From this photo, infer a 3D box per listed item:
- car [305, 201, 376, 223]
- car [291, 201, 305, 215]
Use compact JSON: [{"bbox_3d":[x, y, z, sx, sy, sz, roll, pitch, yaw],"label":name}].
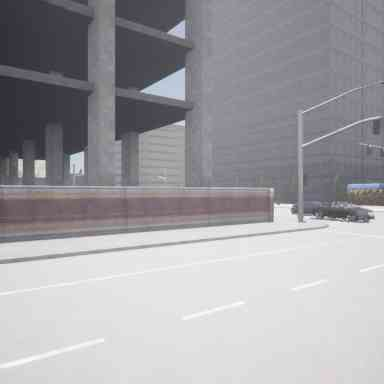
[{"bbox_3d":[11.628,1.491,25.805,2.128,1.511,4.902,0,0,-29],"label":"car"},{"bbox_3d":[11.765,1.564,32.333,1.994,1.385,4.181,0,0,-37],"label":"car"}]
